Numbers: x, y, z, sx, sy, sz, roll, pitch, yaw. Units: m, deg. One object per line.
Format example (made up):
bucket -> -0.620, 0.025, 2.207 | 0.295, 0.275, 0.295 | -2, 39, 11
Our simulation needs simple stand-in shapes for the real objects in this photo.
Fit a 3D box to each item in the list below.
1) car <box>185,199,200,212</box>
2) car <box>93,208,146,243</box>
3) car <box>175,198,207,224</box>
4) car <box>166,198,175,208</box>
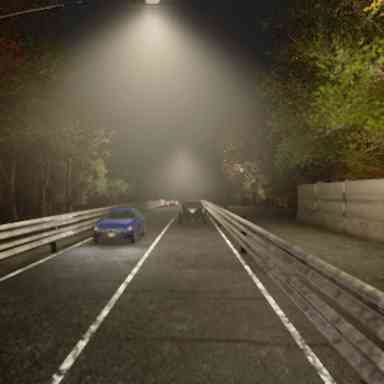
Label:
car -> 0.088, 1.740, 43.401 | 1.837, 1.490, 4.892 | 0, -1, 0
car -> -3.348, 1.527, 16.122 | 1.812, 1.442, 4.674 | 0, 0, 0
car -> 0.042, 1.399, 25.446 | 2.097, 1.767, 4.553 | 0, 0, 1
car -> -3.302, 1.820, 57.418 | 2.097, 1.767, 4.553 | 0, -1, 0
